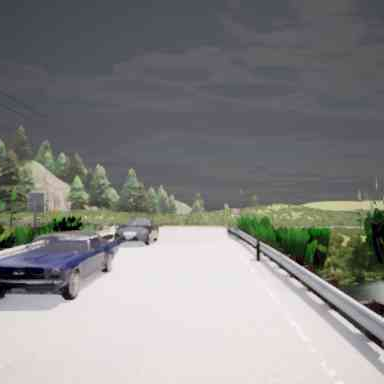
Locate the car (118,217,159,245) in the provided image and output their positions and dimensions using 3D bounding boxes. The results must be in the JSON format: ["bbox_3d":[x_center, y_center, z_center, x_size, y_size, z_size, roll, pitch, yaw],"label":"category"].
[{"bbox_3d":[-3.086,2.215,19.438,2.128,1.511,4.902,0,-4,2],"label":"car"}]

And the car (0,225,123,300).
[{"bbox_3d":[-3.447,1.775,8.930,1.895,1.301,4.718,0,-2,1],"label":"car"}]
